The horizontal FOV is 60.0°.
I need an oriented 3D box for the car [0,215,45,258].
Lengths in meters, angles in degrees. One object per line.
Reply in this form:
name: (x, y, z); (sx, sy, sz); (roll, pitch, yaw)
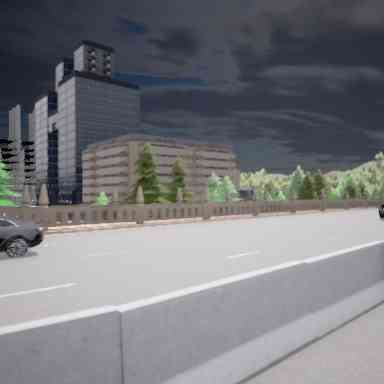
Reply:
car: (-7.742, 1.555, 11.478); (4.902, 1.511, 2.128); (0, 0, -37)

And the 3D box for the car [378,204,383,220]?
car: (18.239, 1.326, 28.850); (5.566, 2.045, 2.150); (1, -1, -41)
